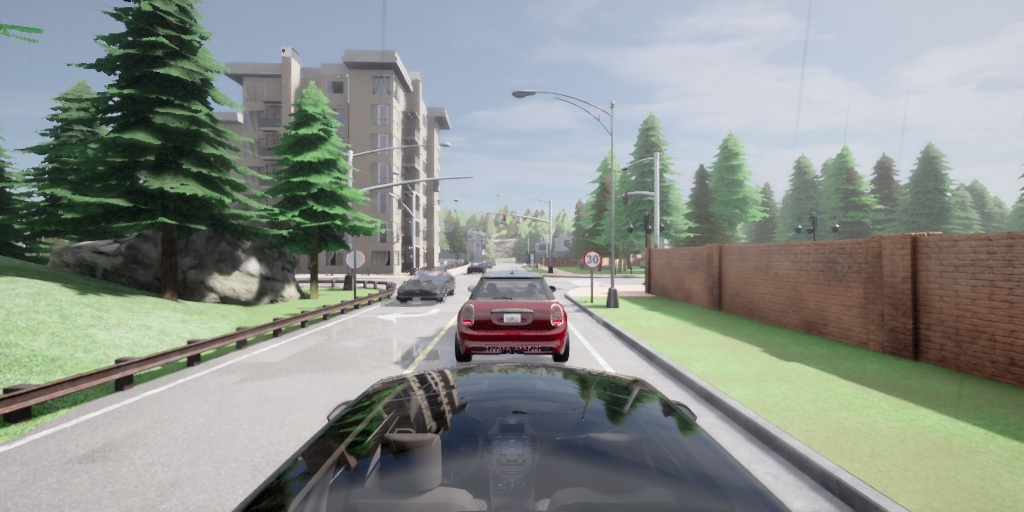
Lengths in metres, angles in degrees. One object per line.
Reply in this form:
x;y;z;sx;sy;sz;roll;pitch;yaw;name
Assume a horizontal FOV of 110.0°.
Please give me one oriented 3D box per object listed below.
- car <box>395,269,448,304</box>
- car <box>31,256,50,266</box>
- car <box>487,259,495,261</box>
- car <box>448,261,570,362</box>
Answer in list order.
-3.733;1.310;16.626;2.033;1.411;5.357;0;0;-1;car
-30.933;1.009;24.693;5.566;2.045;2.150;0;0;-1;car
-4.053;1.361;54.250;1.994;1.385;4.181;0;0;0;car
0.004;1.108;8.386;2.097;1.767;4.553;0;0;0;car
